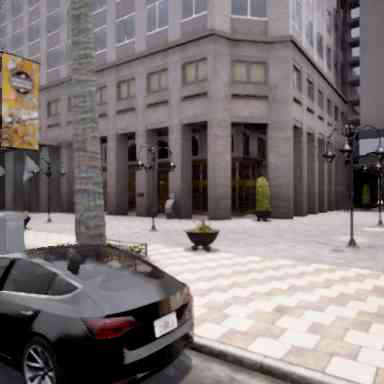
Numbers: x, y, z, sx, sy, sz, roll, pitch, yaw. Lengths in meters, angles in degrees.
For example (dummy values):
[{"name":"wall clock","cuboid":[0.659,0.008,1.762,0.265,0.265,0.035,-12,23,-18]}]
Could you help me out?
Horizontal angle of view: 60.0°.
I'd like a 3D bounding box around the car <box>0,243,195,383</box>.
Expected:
[{"name":"car","cuboid":[-2.209,1.539,5.064,4.786,1.482,2.161,0,0,35]}]
